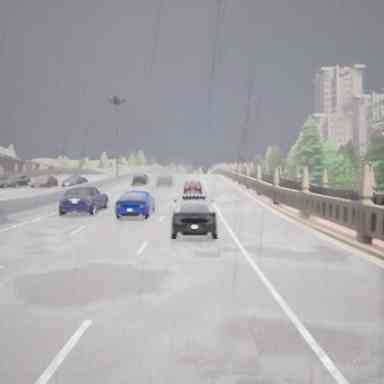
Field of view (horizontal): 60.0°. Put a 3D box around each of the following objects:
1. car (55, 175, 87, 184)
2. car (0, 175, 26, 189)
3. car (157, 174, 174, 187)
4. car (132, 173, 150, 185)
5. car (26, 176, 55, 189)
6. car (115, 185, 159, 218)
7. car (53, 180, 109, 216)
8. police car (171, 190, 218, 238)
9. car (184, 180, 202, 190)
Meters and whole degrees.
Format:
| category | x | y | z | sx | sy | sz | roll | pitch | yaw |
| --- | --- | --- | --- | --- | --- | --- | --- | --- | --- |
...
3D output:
| category | x | y | z | sx | sy | sz | roll | pitch | yaw |
| --- | --- | --- | --- | --- | --- | --- | --- | --- | --- |
| car | -14.091 | -1.247 | 39.923 | 2.128 | 1.511 | 4.902 | 0 | 6 | 0 |
| car | -21.087 | -1.234 | 39.936 | 1.837 | 1.490 | 4.892 | 0 | 6 | 0 |
| car | -3.409 | -1.526 | 42.677 | 2.128 | 1.511 | 4.902 | 0 | 6 | 0 |
| car | -6.909 | -1.773 | 45.271 | 1.837 | 1.490 | 4.892 | 0 | 6 | 0 |
| car | -17.589 | -1.214 | 39.944 | 1.812 | 1.442 | 4.674 | 0 | 6 | 0 |
| car | -3.403 | 0.633 | 20.639 | 1.882 | 1.535 | 5.008 | 0 | 5 | 0 |
| car | -6.903 | 0.422 | 21.674 | 2.097 | 1.767 | 4.553 | 0 | 5 | 0 |
| police car | 0.098 | 0.964 | 15.096 | 1.930 | 1.638 | 5.238 | 0 | 3 | 0 |
| car | 0.091 | -0.659 | 35.161 | 1.895 | 1.301 | 4.718 | 0 | 6 | 0 |
